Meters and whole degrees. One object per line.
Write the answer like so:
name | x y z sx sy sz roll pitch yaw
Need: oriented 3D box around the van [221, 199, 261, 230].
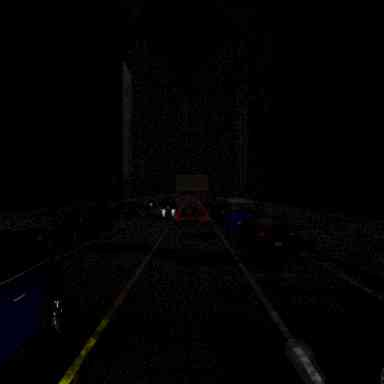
van | 2.762 1.320 18.475 1.690 1.788 3.998 0 0 0

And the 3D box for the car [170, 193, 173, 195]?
car | -5.770 1.264 68.944 2.192 1.841 5.009 0 0 0

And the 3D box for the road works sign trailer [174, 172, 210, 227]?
road works sign trailer | -0.002 0.439 22.807 2.380 3.560 2.880 0 0 0

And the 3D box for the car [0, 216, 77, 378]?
car | -3.100 1.348 3.519 2.097 1.767 4.553 0 0 0

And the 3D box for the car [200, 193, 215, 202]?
car | 2.758 1.270 52.129 2.192 1.841 5.009 0 0 0

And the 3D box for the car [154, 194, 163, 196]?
car | -5.768 1.480 51.946 1.752 1.417 4.829 0 0 0

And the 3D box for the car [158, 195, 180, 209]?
car | -3.096 1.505 45.612 2.033 1.411 5.357 0 0 0

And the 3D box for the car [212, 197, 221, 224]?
car | 2.762 1.413 24.084 1.967 1.590 4.097 0 0 0

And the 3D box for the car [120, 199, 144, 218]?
car | -5.764 1.534 29.678 1.947 1.339 4.313 0 0 0

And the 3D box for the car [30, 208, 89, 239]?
car | -5.762 1.536 12.850 2.008 1.369 4.403 0 0 0

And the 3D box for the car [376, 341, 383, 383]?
car | 2.764 1.564 1.648 1.947 1.339 4.313 0 0 0

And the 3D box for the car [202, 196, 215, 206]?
car | 2.758 1.539 46.520 1.802 1.307 4.206 0 0 0

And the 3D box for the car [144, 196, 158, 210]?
car | -5.766 1.511 40.897 2.008 1.369 4.403 0 0 0

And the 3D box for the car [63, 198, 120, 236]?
car | -5.762 1.294 18.459 2.192 1.841 5.009 0 0 0

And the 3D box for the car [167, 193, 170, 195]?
car | -5.769 1.391 63.334 1.967 1.590 4.097 0 0 0

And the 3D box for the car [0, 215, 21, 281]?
car | -5.761 1.432 7.240 1.967 1.590 4.097 0 0 0

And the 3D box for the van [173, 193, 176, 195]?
van | -5.772 1.285 85.773 1.690 1.788 3.998 0 0 0

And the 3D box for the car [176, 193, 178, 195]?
car | -5.773 1.258 91.382 2.192 1.841 5.009 0 0 0

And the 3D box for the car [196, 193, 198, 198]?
car | 2.753 1.259 85.784 2.192 1.841 5.009 0 0 0

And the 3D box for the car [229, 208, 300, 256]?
car | 2.763 1.530 12.866 1.887 1.381 4.507 0 0 0

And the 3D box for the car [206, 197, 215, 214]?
car | 2.760 1.530 35.302 1.947 1.339 4.313 0 0 0

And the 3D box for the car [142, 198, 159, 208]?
car | -5.767 1.540 46.506 1.802 1.307 4.206 0 0 0
